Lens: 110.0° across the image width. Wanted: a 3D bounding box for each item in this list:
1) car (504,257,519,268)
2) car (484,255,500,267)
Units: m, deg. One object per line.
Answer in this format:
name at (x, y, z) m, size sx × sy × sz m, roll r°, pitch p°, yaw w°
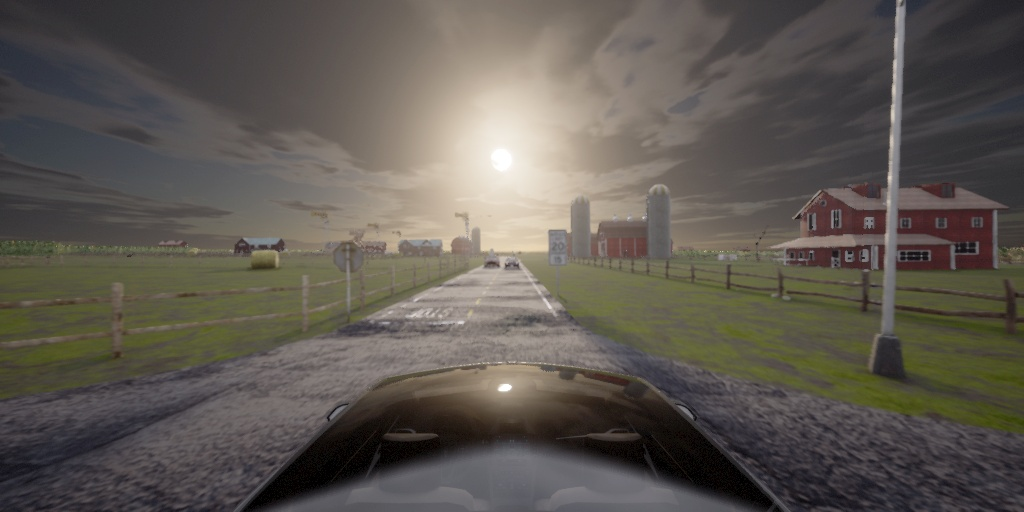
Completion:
car at (-0.018, 0.888, 46.030) m, size 1.895 × 1.301 × 4.718 m, roll -1°, pitch 1°, yaw 0°
car at (-2.774, 0.625, 50.617) m, size 2.097 × 1.767 × 4.553 m, roll -1°, pitch 1°, yaw 0°
